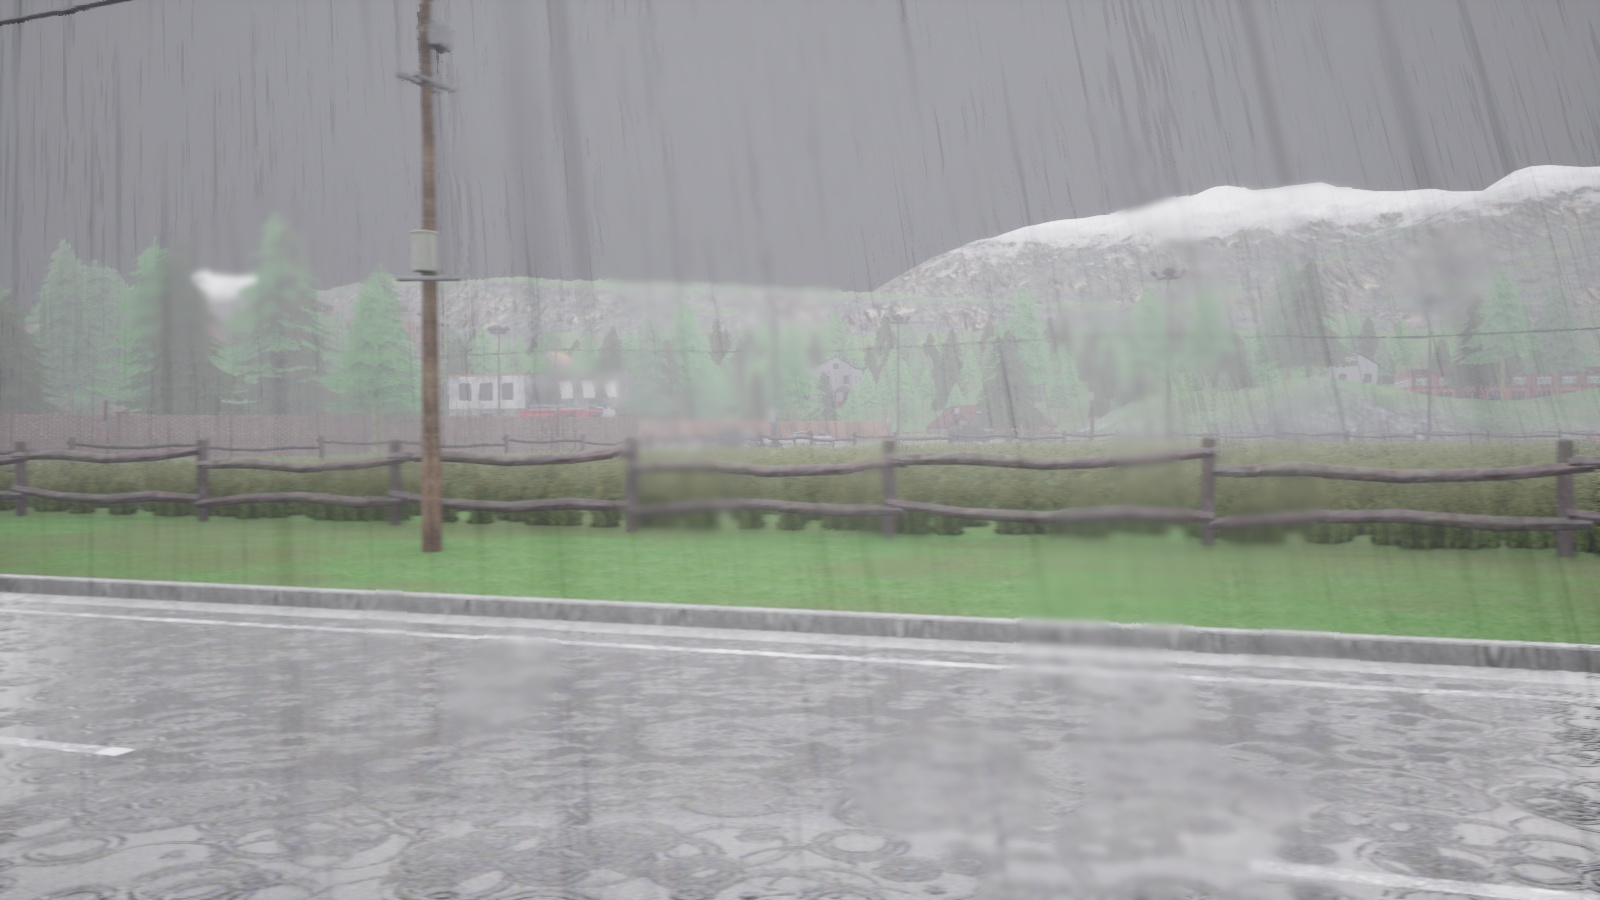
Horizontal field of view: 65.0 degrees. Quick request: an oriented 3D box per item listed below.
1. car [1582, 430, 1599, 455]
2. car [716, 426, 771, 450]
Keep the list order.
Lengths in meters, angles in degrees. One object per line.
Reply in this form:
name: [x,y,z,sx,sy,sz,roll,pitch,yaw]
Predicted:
car: [54.852,-0.516,82.913,5.027,1.651,2.152,1,1,18]
car: [-4.419,-0.977,98.863,3.866,1.878,1.905,0,1,18]
